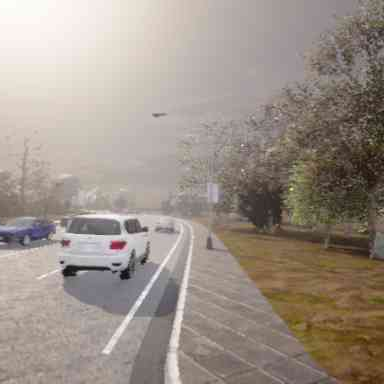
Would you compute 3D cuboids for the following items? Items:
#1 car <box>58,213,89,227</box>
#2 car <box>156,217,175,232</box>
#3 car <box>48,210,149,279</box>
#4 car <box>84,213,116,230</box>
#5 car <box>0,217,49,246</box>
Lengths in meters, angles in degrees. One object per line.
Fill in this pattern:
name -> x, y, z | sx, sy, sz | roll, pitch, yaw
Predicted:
car -> -13.491, 3.147, 38.343 | 1.837, 1.490, 4.892 | 2, -4, -1
car -> -2.870, 3.452, 35.949 | 1.812, 1.442, 4.674 | 2, -3, -1
car -> -2.959, 1.847, 12.338 | 2.150, 2.045, 5.566 | 2, -3, 1
car -> -9.966, 3.174, 36.547 | 2.128, 1.511, 4.902 | 2, -3, -1
car -> -9.967, 2.261, 19.920 | 1.882, 1.535, 5.008 | 2, -3, 1
